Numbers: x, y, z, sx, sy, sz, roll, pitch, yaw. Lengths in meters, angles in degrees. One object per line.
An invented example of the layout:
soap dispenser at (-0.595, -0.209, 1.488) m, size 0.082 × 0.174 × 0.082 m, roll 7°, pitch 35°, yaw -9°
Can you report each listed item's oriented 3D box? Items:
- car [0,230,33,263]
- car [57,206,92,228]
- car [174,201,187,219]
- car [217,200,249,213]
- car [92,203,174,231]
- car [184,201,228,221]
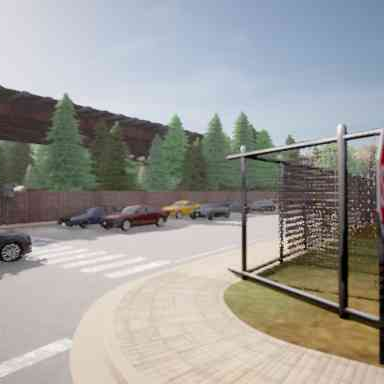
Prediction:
car at (-7.491, 1.589, 10.211) m, size 1.837 × 1.490 × 4.892 m, roll 0°, pitch 0°, yaw 36°
car at (-6.689, 1.681, 23.507) m, size 2.033 × 1.411 × 5.357 m, roll -1°, pitch 0°, yaw 36°
car at (-0.937, 1.611, 31.427) m, size 1.882 × 1.535 × 5.008 m, roll -1°, pitch 0°, yaw 36°
car at (4.899, 1.696, 39.433) m, size 1.994 × 1.385 × 4.181 m, roll -1°, pitch 0°, yaw 37°
car at (-3.689, 1.587, 21.682) m, size 1.882 × 1.535 × 5.008 m, roll -1°, pitch 0°, yaw 36°
car at (1.595, 1.672, 28.954) m, size 1.994 × 1.385 × 4.181 m, roll -1°, pitch 0°, yaw 36°
